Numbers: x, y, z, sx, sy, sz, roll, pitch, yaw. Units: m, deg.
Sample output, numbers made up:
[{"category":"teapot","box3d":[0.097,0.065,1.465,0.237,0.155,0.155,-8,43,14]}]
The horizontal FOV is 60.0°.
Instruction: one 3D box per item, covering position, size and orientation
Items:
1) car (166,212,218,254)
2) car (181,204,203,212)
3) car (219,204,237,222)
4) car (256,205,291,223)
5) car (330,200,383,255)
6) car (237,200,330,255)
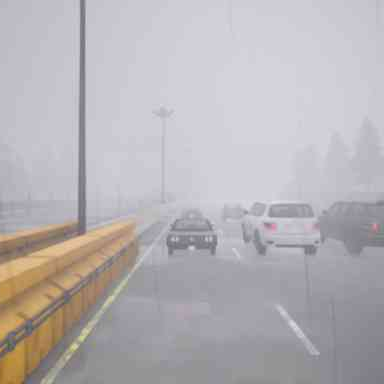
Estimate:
[{"category":"car","box3d":[-0.002,1.734,14.105,1.895,1.301,4.718,0,0,0]},{"category":"car","box3d":[-0.003,1.803,29.382,1.812,1.442,4.674,0,0,0]},{"category":"car","box3d":[3.496,1.769,29.296,2.128,1.511,4.902,0,0,0]},{"category":"car","box3d":[6.993,1.875,29.105,1.895,1.301,4.718,0,0,0]},{"category":"car","box3d":[6.997,1.349,14.023,2.150,2.045,5.566,0,0,0]},{"category":"car","box3d":[3.497,1.349,14.016,2.150,2.045,5.566,0,0,0]}]
